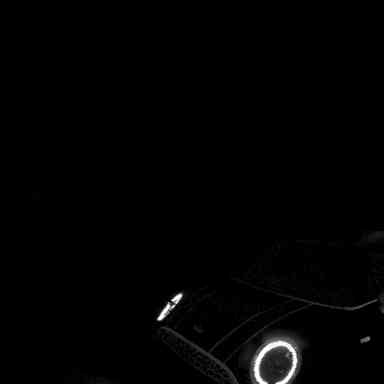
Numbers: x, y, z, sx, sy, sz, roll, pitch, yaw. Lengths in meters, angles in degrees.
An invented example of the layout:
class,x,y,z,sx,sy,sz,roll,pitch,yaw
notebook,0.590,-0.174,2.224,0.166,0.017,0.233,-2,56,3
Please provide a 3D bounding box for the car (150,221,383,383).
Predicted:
class,x,y,z,sx,sy,sz,roll,pitch,yaw
car,1.741,1.334,4.316,4.553,1.767,2.097,0,0,-35
